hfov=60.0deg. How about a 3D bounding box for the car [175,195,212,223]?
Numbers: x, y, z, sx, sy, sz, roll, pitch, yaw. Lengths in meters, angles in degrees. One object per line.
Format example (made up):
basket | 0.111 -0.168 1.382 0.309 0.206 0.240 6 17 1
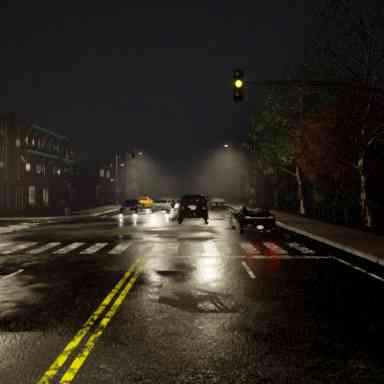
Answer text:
car | 0.087 1.214 25.416 2.150 2.045 5.566 0 0 0

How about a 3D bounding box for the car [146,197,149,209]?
car | -6.610 1.461 45.916 1.882 1.535 5.008 0 0 0

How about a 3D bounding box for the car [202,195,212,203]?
car | 3.226 1.448 70.166 1.882 1.535 5.008 0 0 0

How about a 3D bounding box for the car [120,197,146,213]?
car | -6.637 1.513 36.832 1.812 1.442 4.674 0 0 1

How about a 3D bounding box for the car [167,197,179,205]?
car | -3.324 1.577 60.323 1.895 1.301 4.718 0 0 0

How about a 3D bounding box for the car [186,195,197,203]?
car | -0.036 1.464 68.041 2.128 1.511 4.902 0 0 0

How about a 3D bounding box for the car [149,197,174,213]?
car | -3.358 1.513 36.985 1.812 1.442 4.674 0 0 0

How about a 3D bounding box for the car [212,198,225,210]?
car | 3.327 1.532 43.110 2.033 1.411 5.357 0 0 0

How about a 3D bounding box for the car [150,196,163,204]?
car | -6.568 1.539 61.668 1.994 1.385 4.181 0 0 1

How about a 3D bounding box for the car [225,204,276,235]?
car | 3.339 1.487 18.681 2.128 1.511 4.902 0 0 0
